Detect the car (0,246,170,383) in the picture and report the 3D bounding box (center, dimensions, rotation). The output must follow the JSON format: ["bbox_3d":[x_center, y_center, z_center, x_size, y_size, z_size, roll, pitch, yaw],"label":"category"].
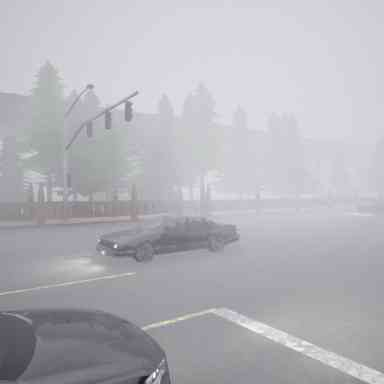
[{"bbox_3d":[-2.405,1.491,2.051,4.902,1.511,2.128,0,0,-35],"label":"car"}]

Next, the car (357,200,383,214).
[{"bbox_3d":[19.180,1.500,34.977,4.181,1.385,1.994,0,0,-36],"label":"car"}]

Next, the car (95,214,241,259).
[{"bbox_3d":[-0.660,1.540,12.138,5.357,1.411,2.033,0,0,-36],"label":"car"}]
